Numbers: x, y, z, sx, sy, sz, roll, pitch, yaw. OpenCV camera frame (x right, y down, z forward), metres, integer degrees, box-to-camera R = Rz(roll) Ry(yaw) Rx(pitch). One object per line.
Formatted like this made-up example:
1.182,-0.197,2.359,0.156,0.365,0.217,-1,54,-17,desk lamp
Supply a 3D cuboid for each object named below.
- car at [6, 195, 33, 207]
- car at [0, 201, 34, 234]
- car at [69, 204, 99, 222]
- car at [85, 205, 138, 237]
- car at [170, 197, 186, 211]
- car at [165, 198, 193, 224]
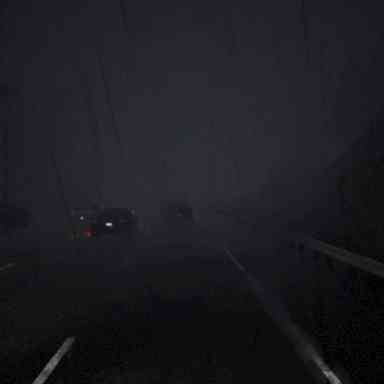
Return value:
-27.004,1.323,52.320,2.097,1.767,4.553,0,0,-2,car
-11.200,1.342,19.430,2.097,1.767,4.553,0,0,-3,car
-8.019,1.580,26.097,1.895,1.301,4.718,0,0,-3,car
-4.130,1.548,18.138,1.994,1.385,4.181,0,0,-3,car
-1.789,1.433,41.726,1.882,1.535,5.008,0,0,-3,car
-0.929,1.451,24.425,1.882,1.535,5.008,0,0,-3,car
